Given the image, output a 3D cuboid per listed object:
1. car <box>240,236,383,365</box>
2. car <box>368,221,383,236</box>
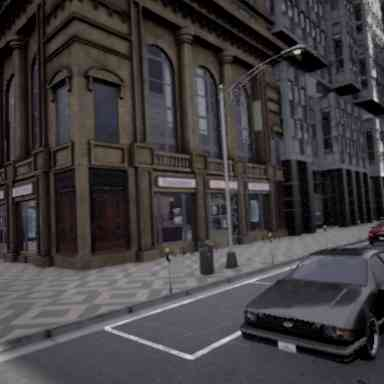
[{"bbox_3d":[3.164,1.902,6.789,2.033,1.411,5.357,-7,-6,43],"label":"car"},{"bbox_3d":[12.170,2.401,20.324,1.887,1.381,4.507,-7,-6,43],"label":"car"}]
